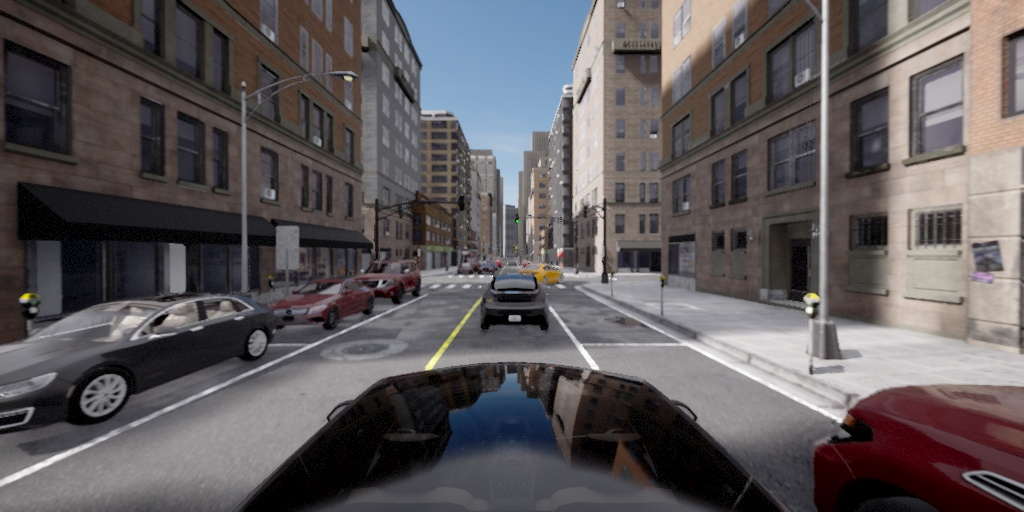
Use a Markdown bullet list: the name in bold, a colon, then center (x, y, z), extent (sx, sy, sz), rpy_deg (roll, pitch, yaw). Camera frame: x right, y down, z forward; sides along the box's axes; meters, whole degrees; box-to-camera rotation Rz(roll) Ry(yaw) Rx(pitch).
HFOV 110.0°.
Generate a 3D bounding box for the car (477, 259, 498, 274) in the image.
- **car**: center (-3.088, 1.456, 44.189), extent (1.994, 1.385, 4.181), rpy_deg (0, 0, 0)

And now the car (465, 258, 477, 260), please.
- **car**: center (-5.656, 1.227, 49.339), extent (2.192, 1.841, 5.009), rpy_deg (0, 0, 0)

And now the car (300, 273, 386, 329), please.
- **car**: center (-5.666, 1.359, 11.193), extent (1.802, 1.307, 4.207), rpy_deg (0, 0, 0)

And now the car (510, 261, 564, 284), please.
- **car**: center (2.052, 1.305, 25.456), extent (1.882, 1.535, 5.008), rpy_deg (-1, -1, 28)

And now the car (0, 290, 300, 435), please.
- **car**: center (-5.668, 1.311, 5.610), extent (2.007, 1.370, 4.403), rpy_deg (0, 0, 0)

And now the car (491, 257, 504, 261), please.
- **car**: center (-3.021, 1.204, 65.087), extent (2.150, 2.045, 5.566), rpy_deg (0, 0, 0)

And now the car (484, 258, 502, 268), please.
- **car**: center (-3.078, 1.483, 54.616), extent (2.033, 1.411, 5.357), rpy_deg (0, 0, 0)

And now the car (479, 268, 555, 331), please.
- **car**: center (0.081, 1.282, 11.178), extent (1.837, 1.490, 4.892), rpy_deg (0, 0, 0)

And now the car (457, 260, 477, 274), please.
- **car**: center (-5.658, 1.472, 43.775), extent (1.802, 1.307, 4.207), rpy_deg (0, 0, 0)

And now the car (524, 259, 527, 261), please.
- **car**: center (2.869, 1.438, 49.533), extent (1.751, 1.417, 4.829), rpy_deg (0, 0, 0)

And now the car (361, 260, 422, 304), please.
- **car**: center (-5.665, 1.109, 16.775), extent (2.192, 1.841, 5.009), rpy_deg (0, 0, 0)
